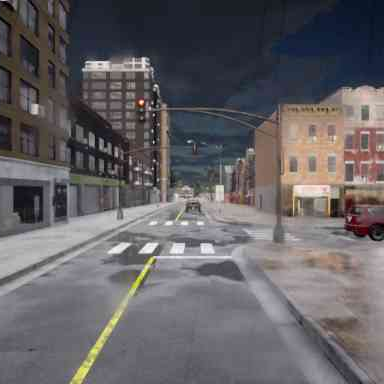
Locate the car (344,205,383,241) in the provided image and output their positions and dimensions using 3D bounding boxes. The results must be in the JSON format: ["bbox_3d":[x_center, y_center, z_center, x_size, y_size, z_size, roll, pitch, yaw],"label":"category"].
[{"bbox_3d":[10.843,1.640,17.854,5.009,1.841,2.192,1,-1,0],"label":"car"}]

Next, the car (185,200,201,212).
[{"bbox_3d":[0.170,1.773,43.855,1.837,1.490,4.892,0,-1,0],"label":"car"}]
